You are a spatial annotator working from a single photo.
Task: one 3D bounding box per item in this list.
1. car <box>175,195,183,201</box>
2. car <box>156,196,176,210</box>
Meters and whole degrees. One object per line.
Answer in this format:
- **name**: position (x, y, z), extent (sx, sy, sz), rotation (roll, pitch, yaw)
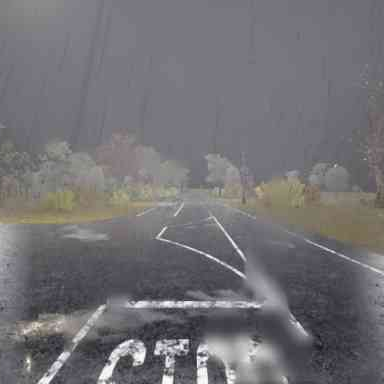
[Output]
- **car**: position (-3.230, 1.450, 77.031), extent (1.994, 1.385, 4.181), rotation (0, 0, 2)
- **car**: position (-3.334, 1.565, 41.074), extent (1.895, 1.301, 4.718), rotation (0, 0, 0)
